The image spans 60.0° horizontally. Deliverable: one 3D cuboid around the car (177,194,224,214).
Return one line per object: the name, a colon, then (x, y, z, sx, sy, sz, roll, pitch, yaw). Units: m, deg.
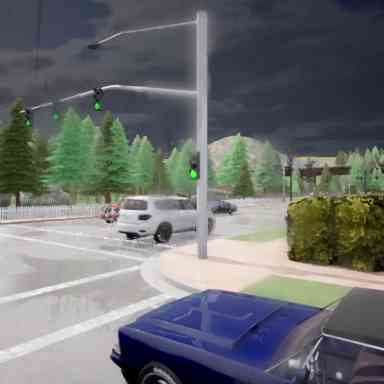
car: (1.036, 1.221, 36.144, 2.150, 2.045, 5.566, 0, 0, 39)

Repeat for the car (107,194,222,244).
car: (-1.083, 1.221, 16.248, 2.150, 2.045, 5.566, 0, 0, 38)

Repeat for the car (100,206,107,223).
car: (-3.951, 1.221, 24.227, 2.150, 2.045, 5.566, 0, 0, 38)

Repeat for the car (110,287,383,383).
car: (1.467, 1.601, 2.919, 4.718, 1.301, 1.895, 0, 0, 36)

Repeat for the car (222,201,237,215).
car: (2.416, 1.547, 32.257, 2.033, 1.411, 5.357, 0, 0, 38)

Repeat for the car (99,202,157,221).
car: (-5.299, 1.601, 28.161, 1.895, 1.301, 4.718, 0, 0, 38)
